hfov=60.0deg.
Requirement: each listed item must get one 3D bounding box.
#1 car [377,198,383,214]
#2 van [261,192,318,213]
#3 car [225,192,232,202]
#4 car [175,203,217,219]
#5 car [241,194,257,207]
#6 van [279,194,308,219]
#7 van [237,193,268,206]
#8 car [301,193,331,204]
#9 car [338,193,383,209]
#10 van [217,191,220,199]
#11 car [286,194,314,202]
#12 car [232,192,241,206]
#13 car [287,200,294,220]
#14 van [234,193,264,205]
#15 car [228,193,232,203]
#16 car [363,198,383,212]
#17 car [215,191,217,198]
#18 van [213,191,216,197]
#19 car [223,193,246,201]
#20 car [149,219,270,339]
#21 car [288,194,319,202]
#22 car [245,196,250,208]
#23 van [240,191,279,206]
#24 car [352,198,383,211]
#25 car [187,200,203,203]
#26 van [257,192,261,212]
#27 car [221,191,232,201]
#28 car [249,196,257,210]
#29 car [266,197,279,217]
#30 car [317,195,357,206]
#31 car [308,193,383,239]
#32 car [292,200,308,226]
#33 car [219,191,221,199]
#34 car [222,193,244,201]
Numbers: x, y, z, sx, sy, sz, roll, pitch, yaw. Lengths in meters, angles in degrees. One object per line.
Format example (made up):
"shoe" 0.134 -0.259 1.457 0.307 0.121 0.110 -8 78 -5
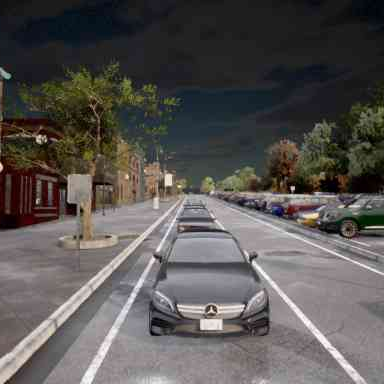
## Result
"car" 22.432 1.444 34.622 5.366 1.575 1.946 0 0 0
"van" 9.075 1.230 31.025 4.442 1.987 1.878 0 0 0
"car" 8.980 1.279 61.867 4.674 1.452 2.002 0 1 0
"car" 0.199 1.532 17.382 2.033 1.411 5.357 0 0 0
"car" 9.122 1.408 42.242 4.892 1.521 2.231 0 0 0
"van" 9.346 1.237 25.416 4.442 1.987 1.878 0 0 0
"van" 9.175 1.113 50.653 4.442 1.987 1.878 0 1 0
"car" 22.109 1.135 59.605 4.553 1.767 2.185 0 1 0
"car" 22.162 1.153 42.948 5.566 2.045 2.435 0 0 0
"van" 8.753 0.863 78.682 4.442 1.987 1.878 0 1 0
"car" 22.028 1.188 67.933 4.892 1.521 2.231 0 1 0
"car" 9.050 1.113 47.848 5.566 2.045 2.435 0 1 0
"car" 9.251 1.506 22.613 4.674 1.452 2.002 0 0 0
"van" 9.156 1.088 53.456 4.442 1.987 1.878 0 1 0
"car" 9.014 1.290 56.260 4.892 1.521 2.231 0 1 0
"car" 22.199 1.468 37.392 4.792 1.488 2.163 0 0 0
"car" 8.845 1.064 81.488 5.008 1.535 2.097 0 1 0
"van" 8.677 0.764 89.895 4.442 1.987 1.878 0 1 0
"car" 8.895 1.039 70.274 4.553 1.767 2.185 0 1 0
"car" 0.255 1.524 6.803 1.812 1.442 4.674 0 0 0
"car" 21.856 1.208 65.155 5.366 1.575 1.946 0 0 0
"car" 9.132 1.465 39.439 4.674 1.452 2.002 0 0 0
"van" 9.213 1.163 45.048 4.442 1.987 1.878 0 0 0
"car" 22.238 1.451 40.176 4.792 1.488 2.163 0 0 0
"car" 0.230 1.442 29.830 2.128 1.511 4.902 0 0 0
"van" 9.289 1.222 33.828 4.442 1.987 1.878 0 0 0
"car" 8.936 0.963 64.667 5.566 2.045 2.435 0 1 0
"car" 9.183 1.469 36.631 4.792 1.488 2.163 0 0 0
"car" 9.205 1.460 28.219 5.008 1.535 2.097 0 0 0
"car" 22.321 1.332 51.279 5.366 1.575 1.946 0 1 0
"car" 9.258 1.220 17.006 5.566 2.045 2.435 0 0 0
"car" 9.082 1.466 19.808 5.366 1.575 1.946 0 0 0
"car" 8.917 0.938 67.470 5.566 2.045 2.435 0 1 0
"car" 8.876 1.014 73.078 4.553 1.767 2.185 0 1 0
